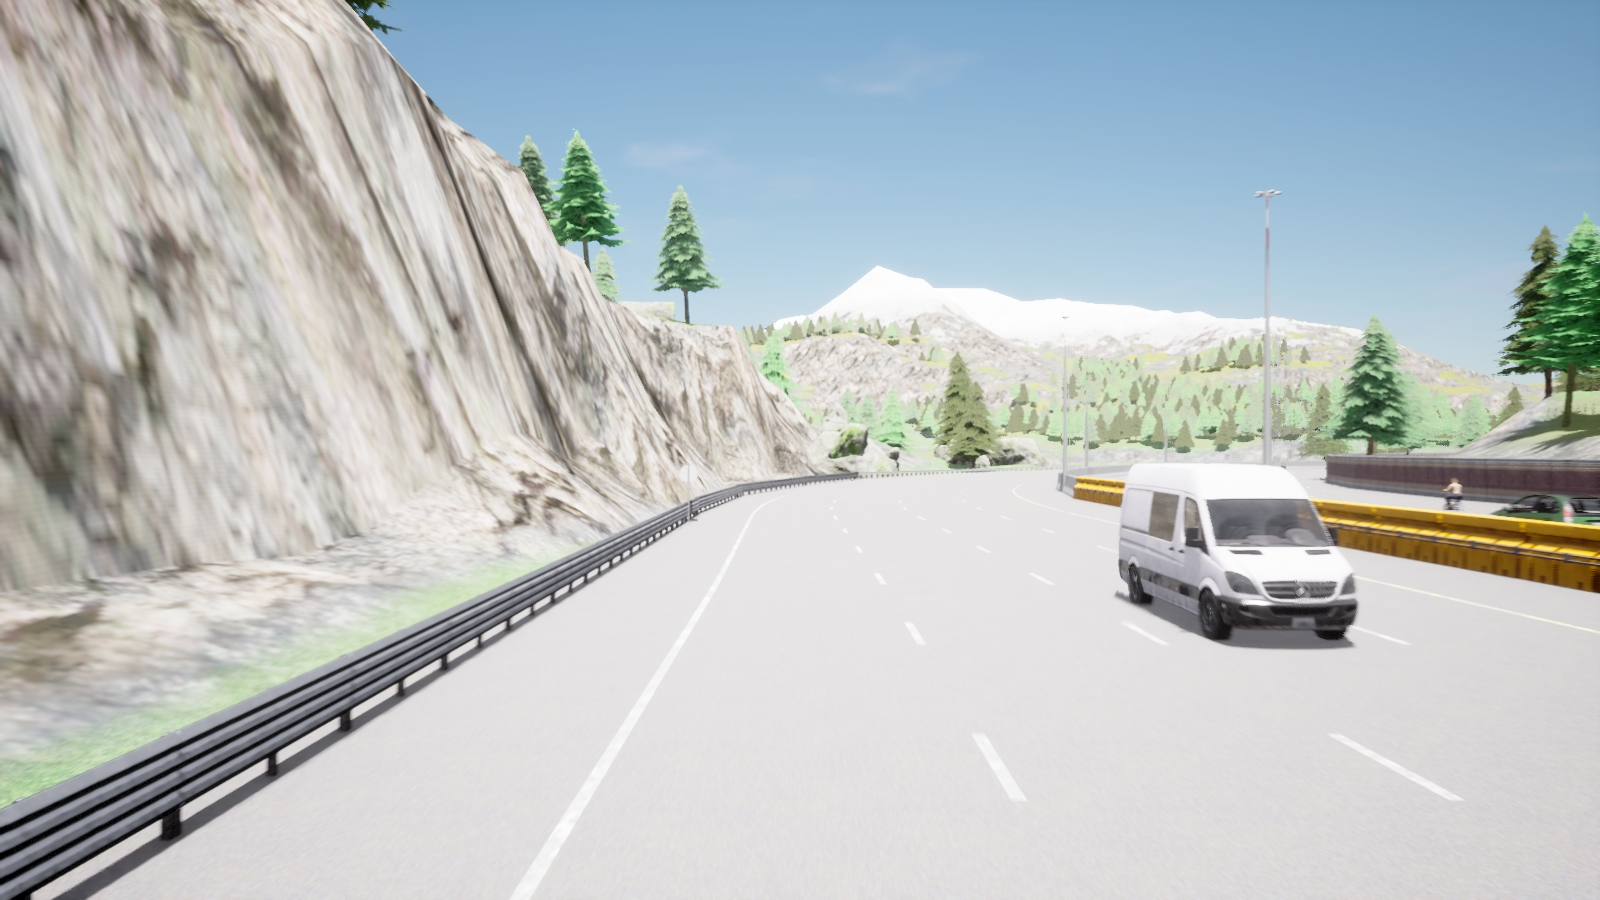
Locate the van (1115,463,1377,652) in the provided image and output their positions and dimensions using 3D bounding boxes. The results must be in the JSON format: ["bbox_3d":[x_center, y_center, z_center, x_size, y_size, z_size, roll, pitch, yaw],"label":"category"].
[{"bbox_3d":[6.998,1.529,18.801,1.988,2.561,5.915,0,0,0],"label":"van"}]

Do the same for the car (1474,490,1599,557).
[{"bbox_3d":[20.897,1.990,31.852,1.851,1.617,3.988,0,0,-1],"label":"car"}]
